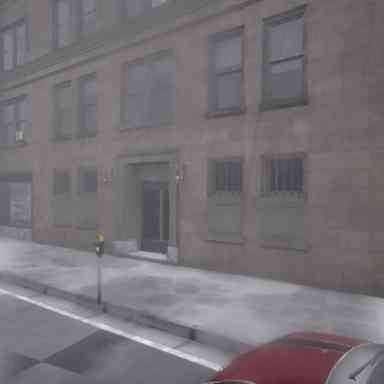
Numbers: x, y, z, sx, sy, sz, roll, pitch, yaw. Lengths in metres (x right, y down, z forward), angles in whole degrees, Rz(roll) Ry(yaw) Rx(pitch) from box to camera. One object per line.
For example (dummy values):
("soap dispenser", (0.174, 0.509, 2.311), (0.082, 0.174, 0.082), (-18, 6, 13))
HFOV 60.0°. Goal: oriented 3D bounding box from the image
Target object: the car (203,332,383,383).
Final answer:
("car", (1.746, 1.438, 1.601), (4.097, 1.590, 1.967), (0, 0, 35))
